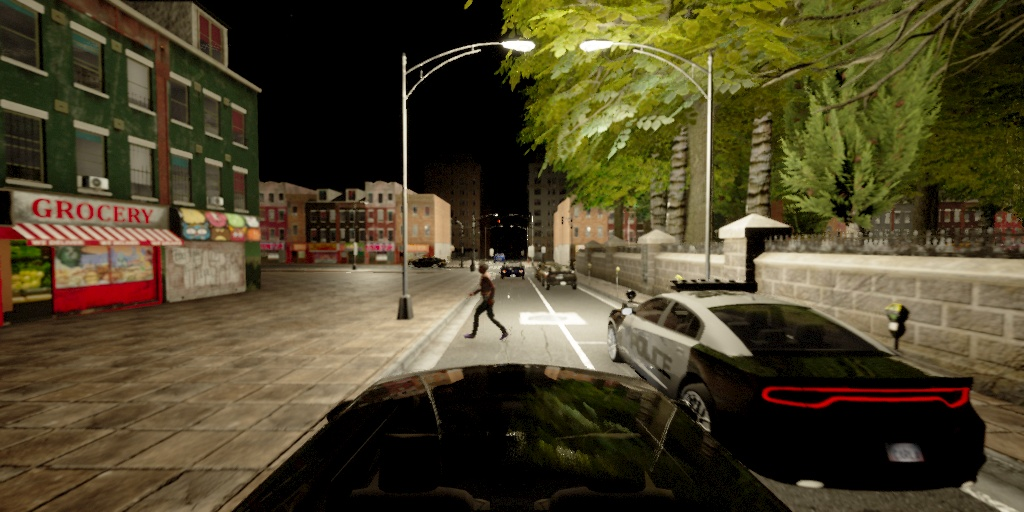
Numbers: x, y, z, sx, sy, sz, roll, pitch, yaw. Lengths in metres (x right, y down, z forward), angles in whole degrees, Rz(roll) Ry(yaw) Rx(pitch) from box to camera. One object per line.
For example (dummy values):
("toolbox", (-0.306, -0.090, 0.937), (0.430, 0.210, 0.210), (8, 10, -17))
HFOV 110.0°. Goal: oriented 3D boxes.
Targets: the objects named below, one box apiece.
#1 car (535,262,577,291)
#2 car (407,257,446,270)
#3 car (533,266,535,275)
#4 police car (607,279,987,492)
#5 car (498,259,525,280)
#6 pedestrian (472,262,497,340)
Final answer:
("car", (2.637, 1.151, 20.544), (2.007, 1.370, 4.403), (0, 0, 0))
("car", (-10.491, 0.859, 43.673), (4.892, 1.490, 1.837), (1, 1, 5))
("car", (2.689, 1.091, 25.706), (1.751, 1.417, 4.829), (0, 0, 0))
("police car", (2.750, 1.146, 5.092), (1.930, 1.638, 5.238), (0, 0, 0))
("car", (0.079, 1.146, 28.481), (1.895, 1.301, 4.718), (0, 0, 0))
("pedestrian", (-0.620, 0.990, 8.083), (0.375, 1.860, 0.375), (-1, 2, 0))
